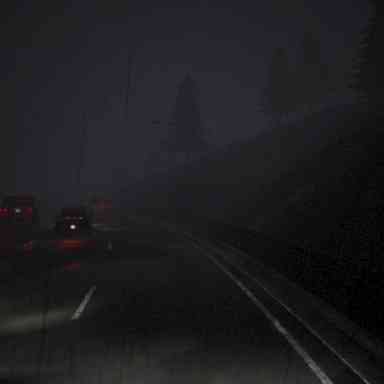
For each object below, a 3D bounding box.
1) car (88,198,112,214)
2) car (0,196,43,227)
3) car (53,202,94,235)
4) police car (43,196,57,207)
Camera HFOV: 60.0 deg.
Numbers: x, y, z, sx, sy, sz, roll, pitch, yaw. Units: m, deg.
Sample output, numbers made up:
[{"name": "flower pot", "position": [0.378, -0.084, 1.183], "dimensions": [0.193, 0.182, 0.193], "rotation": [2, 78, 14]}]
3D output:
[{"name": "car", "position": [-9.941, 1.410, 34.767], "dimensions": [2.097, 1.767, 4.553], "rotation": [0, 0, -30]}, {"name": "car", "position": [-11.984, 1.275, 23.426], "dimensions": [2.150, 2.045, 5.566], "rotation": [0, 0, -22]}, {"name": "car", "position": [-6.855, 1.541, 19.461], "dimensions": [1.837, 1.490, 4.892], "rotation": [0, 0, -17]}, {"name": "police car", "position": [-23.077, 1.535, 52.923], "dimensions": [1.930, 1.638, 5.238], "rotation": [0, 0, -38]}]
